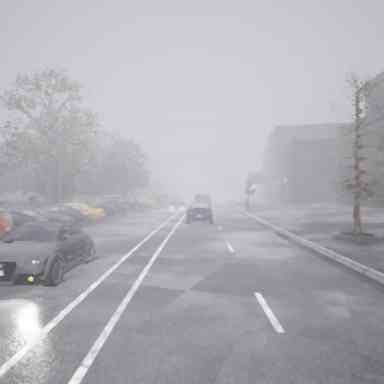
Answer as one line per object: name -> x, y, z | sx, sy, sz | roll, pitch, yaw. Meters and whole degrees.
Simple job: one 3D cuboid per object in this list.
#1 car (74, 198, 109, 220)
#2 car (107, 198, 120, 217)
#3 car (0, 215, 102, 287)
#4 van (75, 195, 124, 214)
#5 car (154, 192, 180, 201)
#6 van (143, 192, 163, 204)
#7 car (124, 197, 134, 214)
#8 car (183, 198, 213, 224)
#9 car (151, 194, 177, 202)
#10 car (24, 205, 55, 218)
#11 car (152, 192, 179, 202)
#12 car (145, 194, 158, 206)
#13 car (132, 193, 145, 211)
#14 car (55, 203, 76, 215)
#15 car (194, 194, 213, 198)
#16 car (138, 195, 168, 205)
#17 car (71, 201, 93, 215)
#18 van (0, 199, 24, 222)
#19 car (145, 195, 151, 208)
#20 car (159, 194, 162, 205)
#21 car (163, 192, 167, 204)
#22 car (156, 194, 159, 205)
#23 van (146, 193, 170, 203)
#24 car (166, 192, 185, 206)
car -> -9.191, 1.509, 24.622 | 5.366, 1.575, 1.946 | -1, 0, -18
car -> -8.896, 1.510, 27.646 | 5.008, 1.535, 2.097 | -1, 0, -18
car -> -4.156, 1.566, 9.162 | 1.994, 1.385, 4.181 | 0, 0, 1
van -> -8.892, 1.286, 30.576 | 4.442, 1.987, 1.878 | -1, 0, -18
car -> -5.909, 1.029, 77.949 | 5.566, 2.045, 2.435 | -1, 1, -16
van -> -7.527, 1.221, 54.292 | 4.442, 1.987, 1.878 | -1, 1, -16
car -> -8.646, 1.547, 33.586 | 4.674, 1.452, 2.002 | -1, 0, -17
car -> 0.593, 1.497, 25.189 | 1.882, 1.535, 5.008 | 0, 0, 2
car -> -6.097, 1.321, 72.125 | 5.366, 1.575, 1.946 | -1, 0, -16
car -> -9.268, 1.538, 15.810 | 4.674, 1.452, 2.002 | -1, 0, -19
car -> -6.052, 1.052, 75.024 | 5.566, 2.045, 2.435 | -1, 0, -16
car -> -7.813, 1.477, 45.508 | 5.366, 1.575, 1.946 | -1, 0, -17
car -> -8.312, 1.372, 39.528 | 4.553, 1.767, 2.185 | -1, 0, -17
car -> -9.173, 1.543, 18.763 | 4.674, 1.452, 2.002 | 0, -1, -18
car -> 1.432, 1.217, 42.782 | 2.150, 2.045, 5.566 | 0, 0, 3
car -> -7.041, 1.412, 60.248 | 5.008, 1.535, 2.097 | -1, 0, -16
car -> -9.102, 1.547, 21.710 | 4.674, 1.452, 2.002 | -1, 0, -18
van -> -9.227, 1.267, 12.882 | 4.442, 1.987, 1.878 | -1, 0, -19
car -> -8.178, 1.493, 42.488 | 4.892, 1.521, 2.231 | -1, 0, -17
car -> -7.635, 1.489, 51.366 | 4.792, 1.488, 2.163 | -1, 0, -16
car -> -7.255, 1.304, 57.280 | 4.553, 1.767, 2.185 | -1, 0, -16
car -> -7.980, 1.471, 48.366 | 5.366, 1.575, 1.946 | -1, 0, -16
van -> -6.761, 1.148, 66.111 | 4.442, 1.987, 1.878 | -1, 1, -16
car -> -2.303, 1.314, 52.300 | 2.097, 1.767, 4.553 | 0, 0, 4
